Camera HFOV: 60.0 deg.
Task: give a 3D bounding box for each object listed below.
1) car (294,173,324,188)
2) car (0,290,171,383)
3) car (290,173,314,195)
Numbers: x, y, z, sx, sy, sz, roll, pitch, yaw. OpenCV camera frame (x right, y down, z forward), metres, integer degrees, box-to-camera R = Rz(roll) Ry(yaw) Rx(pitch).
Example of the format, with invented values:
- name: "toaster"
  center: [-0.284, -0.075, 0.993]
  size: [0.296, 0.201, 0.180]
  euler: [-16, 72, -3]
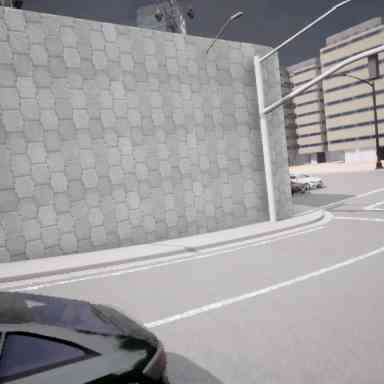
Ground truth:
- name: "car"
  center: [9.707, -0.975, 30.508]
  size: [1.812, 1.442, 4.674]
  euler: [-10, 6, -35]
- name: "car"
  center: [-2.199, 1.572, 2.424]
  size: [4.181, 1.385, 1.994]
  euler: [0, 0, -35]
- name: "car"
  center: [7.355, -0.459, 27.866]
  size: [1.812, 1.442, 4.674]
  euler: [-10, 6, -35]
